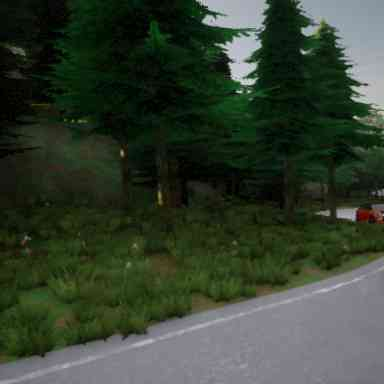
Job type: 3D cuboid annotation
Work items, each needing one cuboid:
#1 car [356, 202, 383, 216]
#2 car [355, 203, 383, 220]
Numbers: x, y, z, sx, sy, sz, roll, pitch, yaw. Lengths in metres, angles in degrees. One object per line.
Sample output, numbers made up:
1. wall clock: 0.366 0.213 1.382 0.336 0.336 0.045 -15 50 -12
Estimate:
1. car: 14.898 1.685 26.663 2.097 1.767 4.553 -4 -2 6
2. car: 18.665 1.865 33.243 2.033 1.411 5.357 -4 -2 1
